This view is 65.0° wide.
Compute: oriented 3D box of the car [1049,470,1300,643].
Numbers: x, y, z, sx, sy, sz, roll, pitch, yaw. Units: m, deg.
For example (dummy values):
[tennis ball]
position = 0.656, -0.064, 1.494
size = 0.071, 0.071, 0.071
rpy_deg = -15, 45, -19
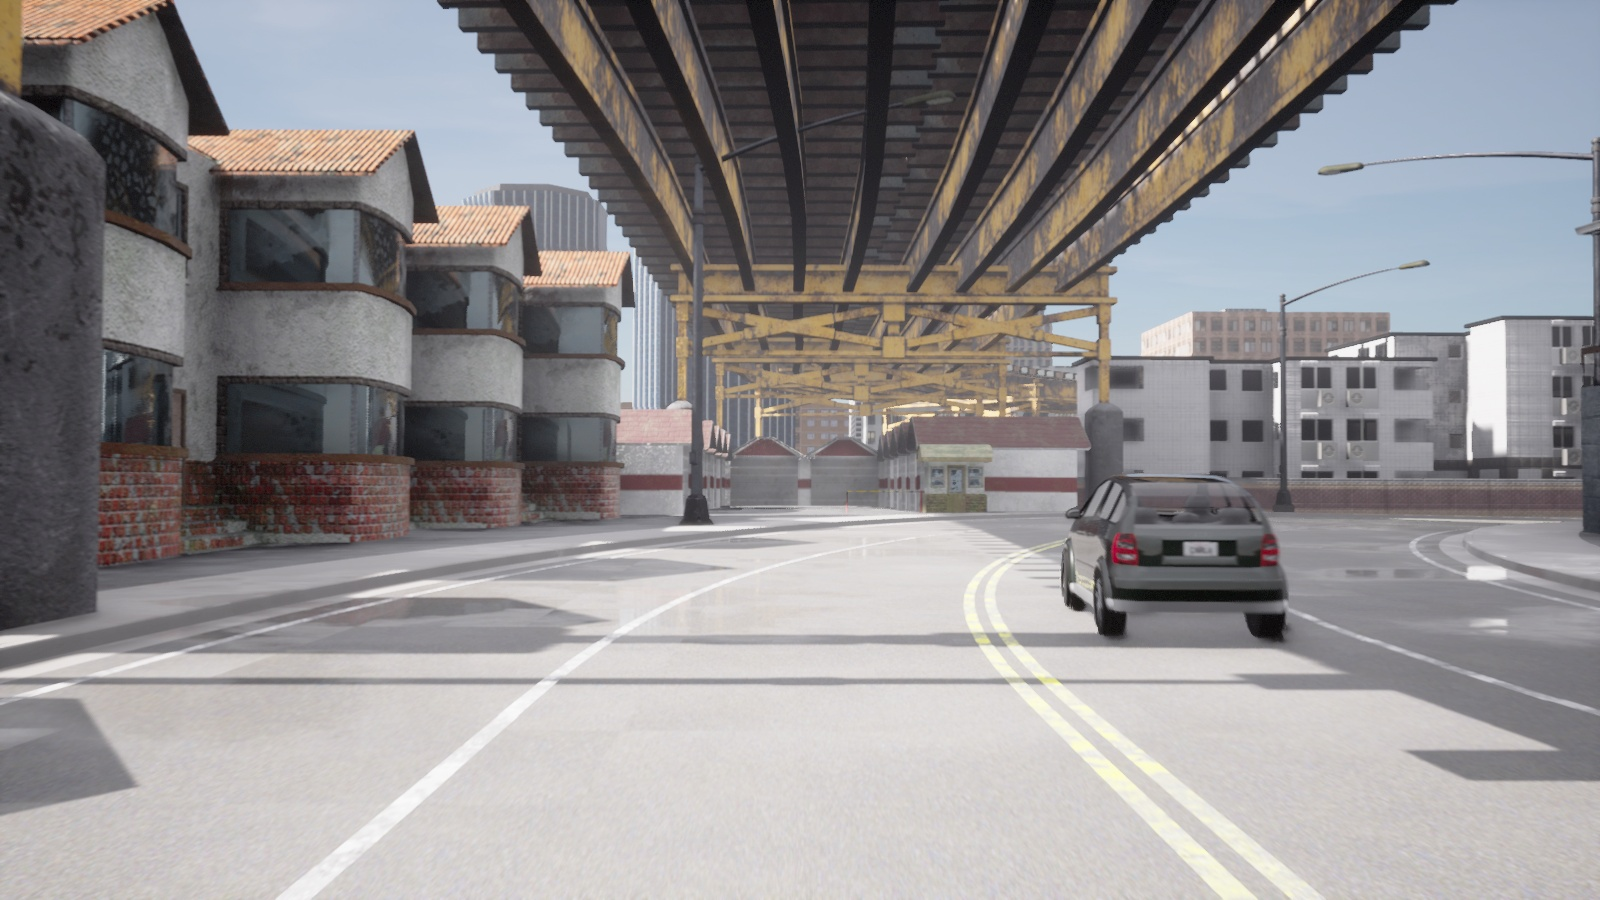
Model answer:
[car]
position = 3.766, 1.000, 13.272
size = 1.789, 1.549, 3.705
rpy_deg = 0, -1, 5
